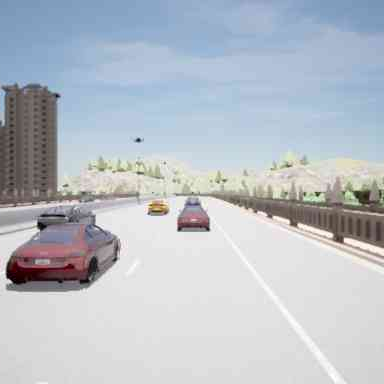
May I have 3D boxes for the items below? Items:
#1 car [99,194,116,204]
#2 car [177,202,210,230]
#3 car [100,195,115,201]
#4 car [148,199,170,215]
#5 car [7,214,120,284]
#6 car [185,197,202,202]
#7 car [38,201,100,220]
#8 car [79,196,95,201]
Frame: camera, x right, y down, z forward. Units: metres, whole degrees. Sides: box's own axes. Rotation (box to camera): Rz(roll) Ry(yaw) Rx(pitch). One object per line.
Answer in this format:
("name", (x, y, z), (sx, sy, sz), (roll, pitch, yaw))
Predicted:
("car", (-16.880, 1.358, 66.783), (2.097, 1.767, 4.553), (0, 0, 2))
("car", (0.098, 1.565, 21.042), (1.994, 1.385, 4.181), (0, 0, 0))
("car", (-13.781, 1.603, 54.210), (1.895, 1.301, 4.718), (0, 0, 2))
("car", (-3.402, 1.479, 34.649), (1.882, 1.535, 5.008), (0, 0, 0))
("car", (-3.401, 1.564, 9.590), (1.994, 1.385, 4.181), (0, 0, 0))
("car", (0.140, 1.354, 42.043), (2.097, 1.767, 4.553), (0, 0, 1))
("car", (-6.901, 1.492, 18.727), (2.128, 1.511, 4.902), (0, 0, 0))
("car", (-20.439, 1.517, 64.835), (2.128, 1.511, 4.902), (0, 0, 2))
